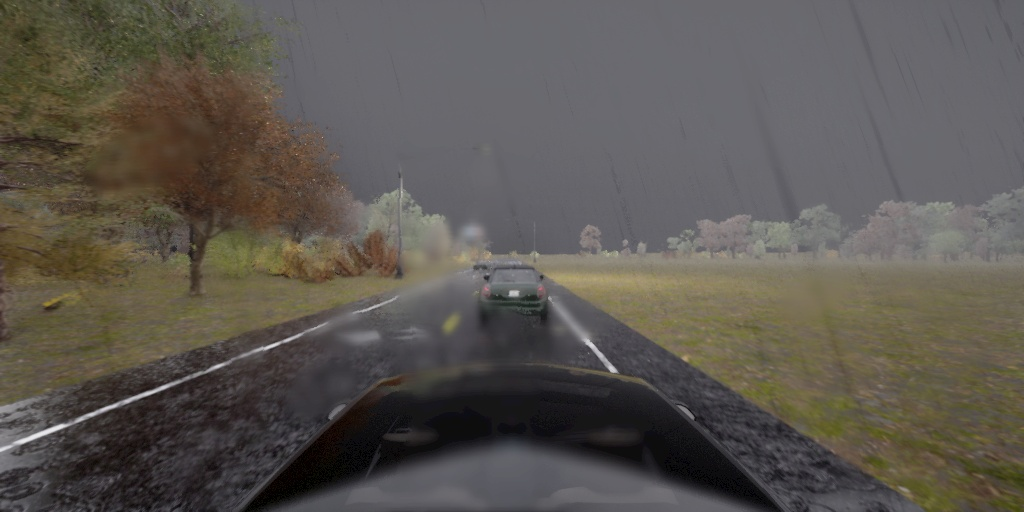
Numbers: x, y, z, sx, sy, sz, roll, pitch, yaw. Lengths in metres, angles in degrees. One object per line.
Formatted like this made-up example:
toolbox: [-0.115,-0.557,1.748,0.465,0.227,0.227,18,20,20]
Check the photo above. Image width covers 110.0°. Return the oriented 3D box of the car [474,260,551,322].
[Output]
car: [0.081,1.057,12.228,2.097,1.767,4.553,0,0,0]
